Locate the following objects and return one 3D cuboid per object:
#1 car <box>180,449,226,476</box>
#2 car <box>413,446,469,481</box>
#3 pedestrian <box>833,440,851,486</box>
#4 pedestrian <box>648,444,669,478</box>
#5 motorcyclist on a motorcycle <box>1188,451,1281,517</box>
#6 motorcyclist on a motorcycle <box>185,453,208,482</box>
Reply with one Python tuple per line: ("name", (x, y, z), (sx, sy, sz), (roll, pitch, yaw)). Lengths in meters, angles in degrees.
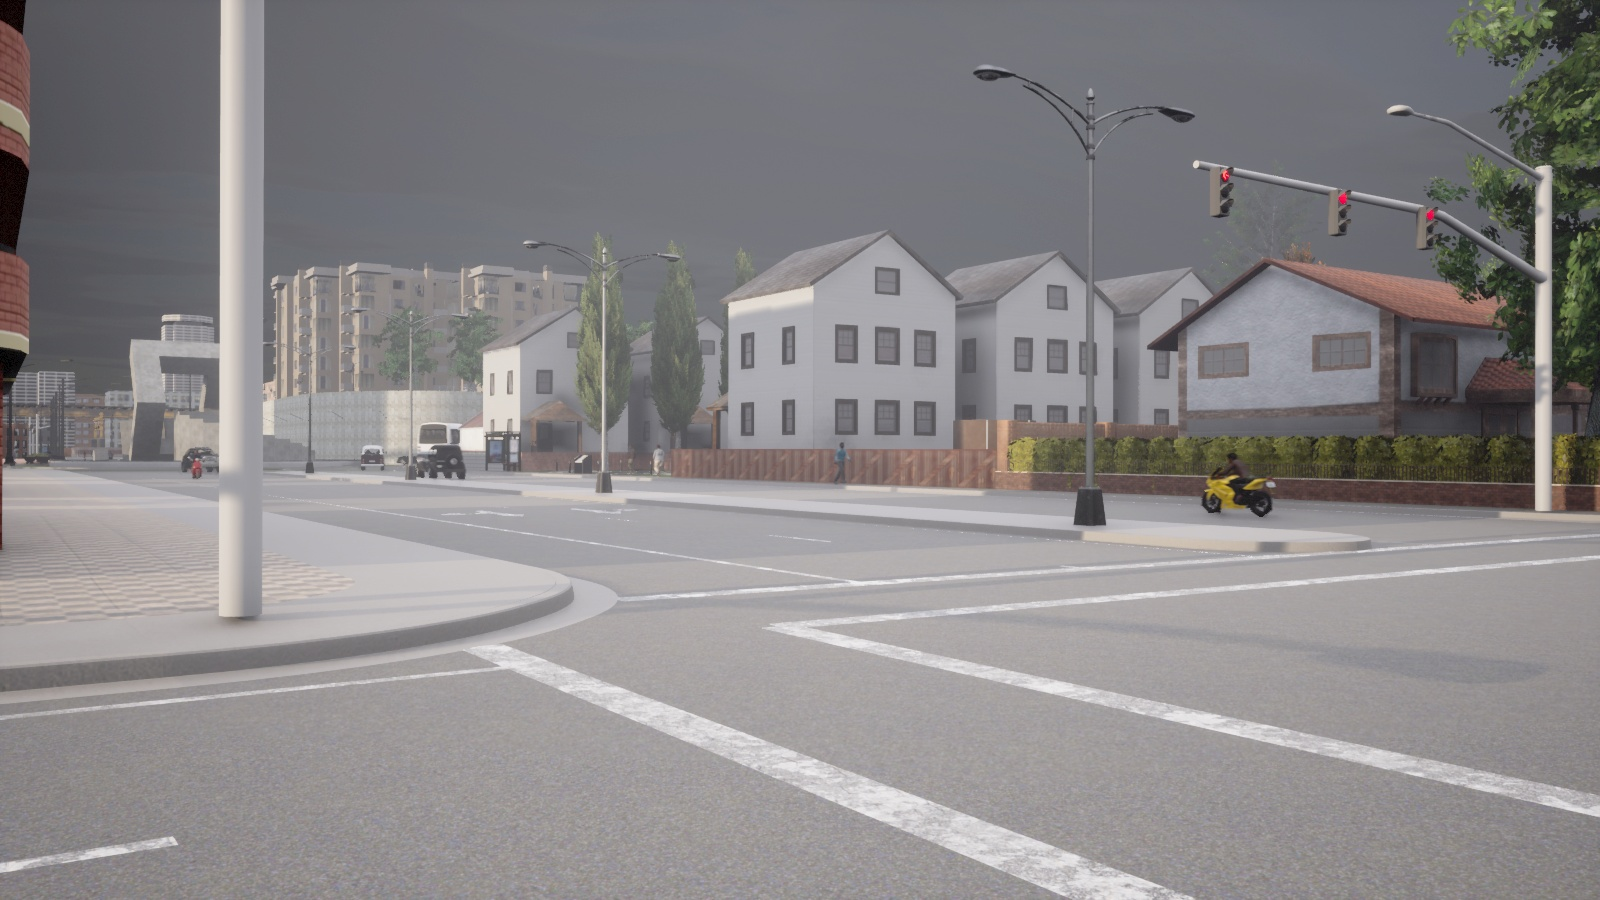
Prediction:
("car", (-41.776, 0.865, 87.848), (1.932, 1.855, 4.605), (0, 0, -38))
("car", (-19.912, 0.753, 69.576), (1.905, 1.878, 3.866), (0, 0, -33))
("pedestrian", (1.767, 0.526, 53.053), (0.396, 1.930, 0.692), (0, 0, -34))
("pedestrian", (-7.779, 0.585, 69.032), (0.874, 1.855, 0.900), (0, 0, -30))
("motorcyclist on a motorcycle", (10.388, 0.778, 30.071), (0.797, 1.523, 2.044), (0, 0, -33))
("motorcyclist on a motorcycle", (-32.733, 0.934, 68.113), (0.866, 1.590, 1.817), (0, 0, -34))
